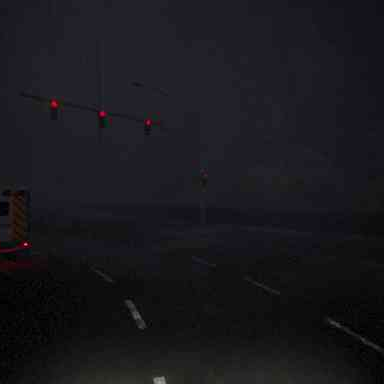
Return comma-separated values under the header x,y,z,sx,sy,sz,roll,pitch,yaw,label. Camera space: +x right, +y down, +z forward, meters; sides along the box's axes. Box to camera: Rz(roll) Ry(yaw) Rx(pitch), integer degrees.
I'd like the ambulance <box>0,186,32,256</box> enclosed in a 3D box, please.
x,y,z,sx,sy,sz,roll,pitch,yaw,label
-8.234,1.026,12.112,6.366,2.431,2.351,0,0,43,ambulance
